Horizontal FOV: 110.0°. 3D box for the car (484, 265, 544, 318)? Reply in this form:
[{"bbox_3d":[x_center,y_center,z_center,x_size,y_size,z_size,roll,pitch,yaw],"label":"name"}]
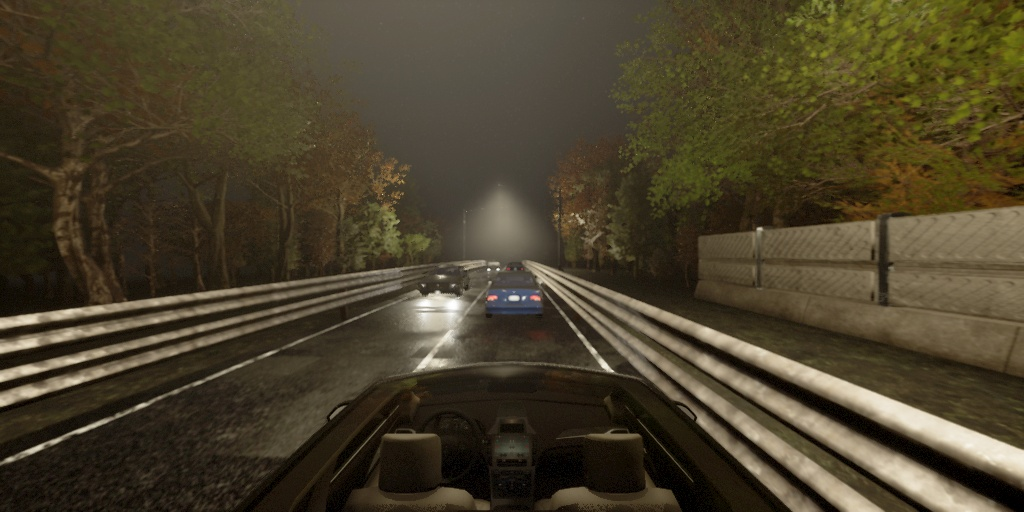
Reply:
[{"bbox_3d":[0.096,1.221,12.582,2.033,1.411,5.357,0,0,1],"label":"car"}]

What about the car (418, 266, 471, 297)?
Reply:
[{"bbox_3d":[-3.243,1.197,18.362,2.033,1.411,5.357,0,0,0],"label":"car"}]

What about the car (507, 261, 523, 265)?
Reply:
[{"bbox_3d":[0.303,1.211,34.204,2.033,1.411,5.357,0,0,0],"label":"car"}]

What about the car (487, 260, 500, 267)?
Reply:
[{"bbox_3d":[-2.942,1.344,58.523,1.812,1.442,4.674,0,0,1],"label":"car"}]
